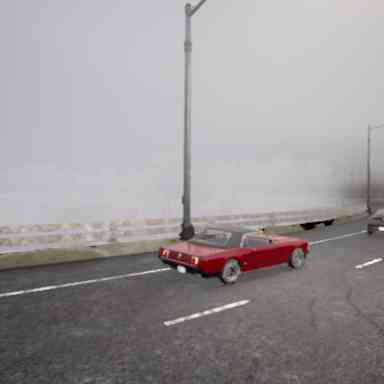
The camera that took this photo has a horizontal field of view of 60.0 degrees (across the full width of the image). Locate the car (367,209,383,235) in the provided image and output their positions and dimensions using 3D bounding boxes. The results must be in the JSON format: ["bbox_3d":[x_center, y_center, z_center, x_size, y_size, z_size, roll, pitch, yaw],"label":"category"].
[{"bbox_3d":[11.767,1.727,19.426,1.837,1.490,4.892,0,0,43],"label":"car"}]

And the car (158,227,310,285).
[{"bbox_3d":[1.461,1.682,9.773,4.718,1.301,1.895,1,-1,-39],"label":"car"}]
